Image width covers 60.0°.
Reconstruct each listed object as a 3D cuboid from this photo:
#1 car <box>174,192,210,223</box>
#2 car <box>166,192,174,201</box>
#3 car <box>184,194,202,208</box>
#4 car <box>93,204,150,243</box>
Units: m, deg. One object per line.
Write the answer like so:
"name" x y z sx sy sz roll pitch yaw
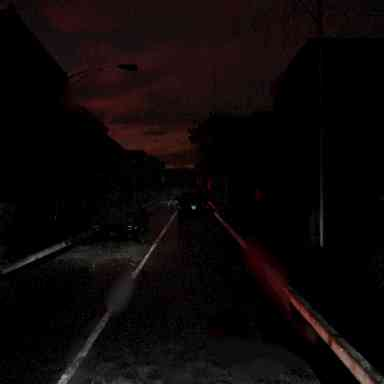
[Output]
"car" 0.105 1.037 23.670 2.150 2.045 5.566 0 1 0
"car" -3.348 0.746 57.000 2.128 1.511 4.902 0 1 0
"car" 0.098 1.057 41.619 2.128 1.511 4.902 0 1 0
"car" -3.130 1.358 15.552 1.882 1.535 5.008 0 0 0
